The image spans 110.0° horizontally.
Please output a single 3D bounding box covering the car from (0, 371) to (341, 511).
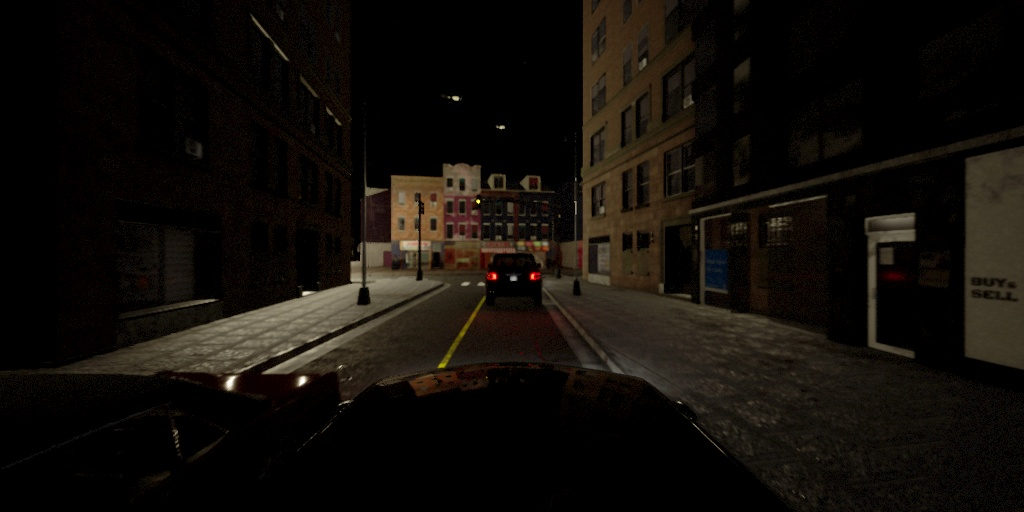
[{"bbox_3d":[-2.598,1.354,1.262,1.895,1.301,4.718,0,0,0],"label":"car"}]

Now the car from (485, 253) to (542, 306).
[{"bbox_3d":[0.096,0.877,15.389,2.150,2.045,5.566,0,0,1],"label":"car"}]
